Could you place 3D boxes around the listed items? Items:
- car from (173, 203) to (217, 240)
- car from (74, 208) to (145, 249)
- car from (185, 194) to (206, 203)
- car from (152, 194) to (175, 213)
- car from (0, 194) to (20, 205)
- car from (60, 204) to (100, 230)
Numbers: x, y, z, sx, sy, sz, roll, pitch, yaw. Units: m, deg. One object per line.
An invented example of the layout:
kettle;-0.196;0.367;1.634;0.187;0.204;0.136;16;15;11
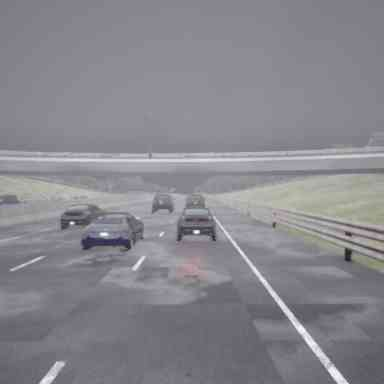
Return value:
car;0.225;1.512;17.110;1.837;1.490;4.892;0;0;0
car;-3.295;1.568;14.529;1.994;1.385;4.181;0;0;0
car;0.376;1.237;36.761;2.150;2.045;5.566;0;0;0
car;-3.136;1.235;36.803;2.150;2.045;5.566;0;0;0
car;-17.376;1.223;29.269;2.150;2.045;5.566;0;0;1
car;-6.744;1.510;21.175;1.837;1.490;4.892;0;0;0
